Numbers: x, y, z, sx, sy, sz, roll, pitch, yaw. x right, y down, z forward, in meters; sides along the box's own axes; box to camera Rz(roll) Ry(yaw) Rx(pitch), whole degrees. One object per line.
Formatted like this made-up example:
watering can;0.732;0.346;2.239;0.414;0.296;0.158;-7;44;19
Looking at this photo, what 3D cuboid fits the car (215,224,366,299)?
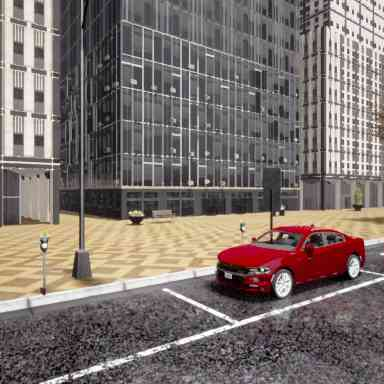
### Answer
car;2.606;1.545;8.422;4.507;1.381;1.887;0;0;-36
